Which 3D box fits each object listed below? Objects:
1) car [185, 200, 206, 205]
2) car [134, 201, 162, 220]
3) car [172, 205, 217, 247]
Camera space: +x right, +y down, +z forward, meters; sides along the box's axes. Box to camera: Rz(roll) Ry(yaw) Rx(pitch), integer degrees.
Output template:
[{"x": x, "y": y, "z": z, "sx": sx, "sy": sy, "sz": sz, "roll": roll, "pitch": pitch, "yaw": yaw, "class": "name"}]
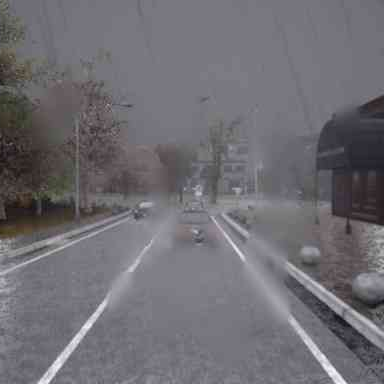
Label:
[{"x": 0.267, "y": 1.454, "z": 30.871, "sx": 2.033, "sy": 1.411, "sz": 5.357, "roll": 0, "pitch": 1, "yaw": 3, "class": "car"}, {"x": -3.533, "y": 1.462, "z": 27.357, "sx": 1.812, "sy": 1.442, "sz": 4.674, "roll": 0, "pitch": 0, "yaw": 0, "class": "car"}, {"x": 0.094, "y": 1.544, "z": 14.998, "sx": 2.033, "sy": 1.411, "sz": 5.357, "roll": 0, "pitch": 0, "yaw": 0, "class": "car"}]
